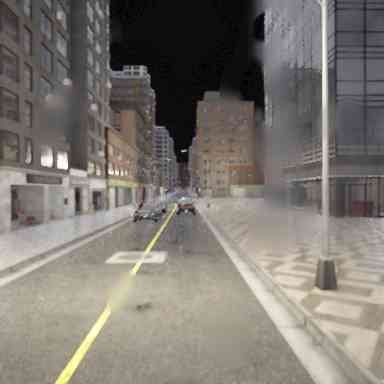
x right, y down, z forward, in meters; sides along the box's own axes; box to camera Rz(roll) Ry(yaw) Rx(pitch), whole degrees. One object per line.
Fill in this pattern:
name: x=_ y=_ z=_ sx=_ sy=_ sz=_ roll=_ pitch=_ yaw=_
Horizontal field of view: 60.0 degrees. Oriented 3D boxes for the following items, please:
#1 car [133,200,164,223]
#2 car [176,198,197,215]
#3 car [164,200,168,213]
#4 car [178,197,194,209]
car: x=-3.491 y=1.559 z=26.508 sx=1.837 sy=1.490 sz=4.892 roll=0 pitch=0 yaw=-1
car: x=-0.587 y=1.560 z=34.482 sx=1.837 sy=1.490 sz=4.892 roll=0 pitch=0 yaw=-1
car: x=-3.708 y=1.613 z=37.703 sx=2.033 sy=1.411 sz=5.357 roll=0 pitch=0 yaw=-1
car: x=-0.857 y=1.516 z=46.976 sx=2.128 sy=1.511 sz=4.902 roll=0 pitch=0 yaw=-1
